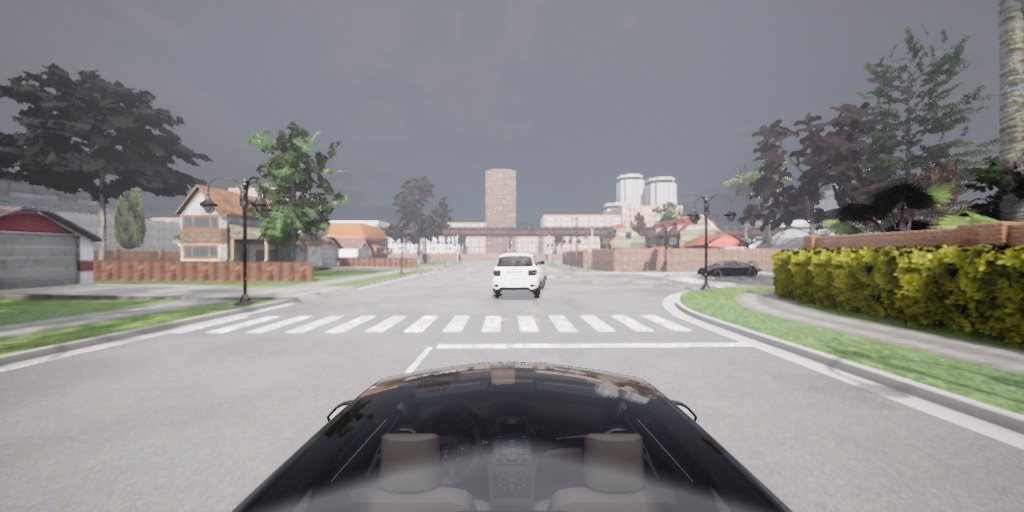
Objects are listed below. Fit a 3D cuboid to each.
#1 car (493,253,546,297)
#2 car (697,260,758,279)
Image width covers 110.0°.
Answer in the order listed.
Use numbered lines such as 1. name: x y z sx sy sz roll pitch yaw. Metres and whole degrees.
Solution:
1. car: 0.461 0.872 18.520 2.150 2.045 5.566 -1 1 8
2. car: 17.139 1.049 28.649 4.181 1.385 1.994 -1 0 0
